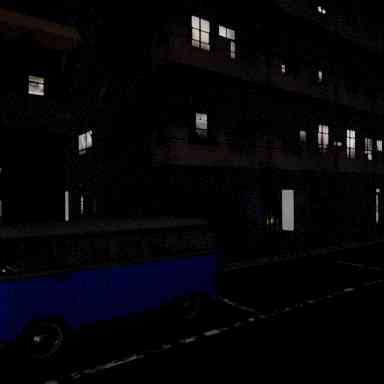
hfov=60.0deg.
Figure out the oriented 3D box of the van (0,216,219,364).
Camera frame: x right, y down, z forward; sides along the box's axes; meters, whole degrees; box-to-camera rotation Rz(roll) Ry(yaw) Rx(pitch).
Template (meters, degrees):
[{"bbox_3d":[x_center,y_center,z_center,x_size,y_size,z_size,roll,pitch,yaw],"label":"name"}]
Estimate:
[{"bbox_3d":[-1.417,1.341,5.554,3.998,1.788,1.690,0,0,-35],"label":"van"}]
